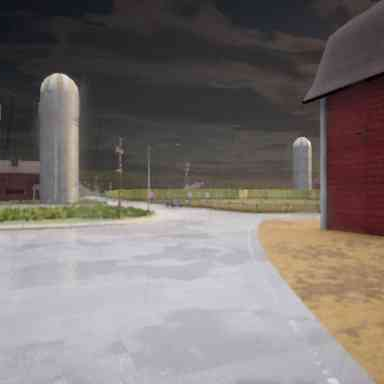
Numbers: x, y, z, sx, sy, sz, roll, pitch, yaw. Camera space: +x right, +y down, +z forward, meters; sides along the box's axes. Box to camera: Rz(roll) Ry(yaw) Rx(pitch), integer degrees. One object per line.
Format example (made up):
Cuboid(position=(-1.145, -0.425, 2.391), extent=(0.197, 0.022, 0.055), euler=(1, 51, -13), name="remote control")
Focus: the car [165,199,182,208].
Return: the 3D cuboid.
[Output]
Cuboid(position=(-3.230, 1.958, 58.071), extent=(2.128, 1.511, 4.902), euler=(0, 0, -22), name="car")
